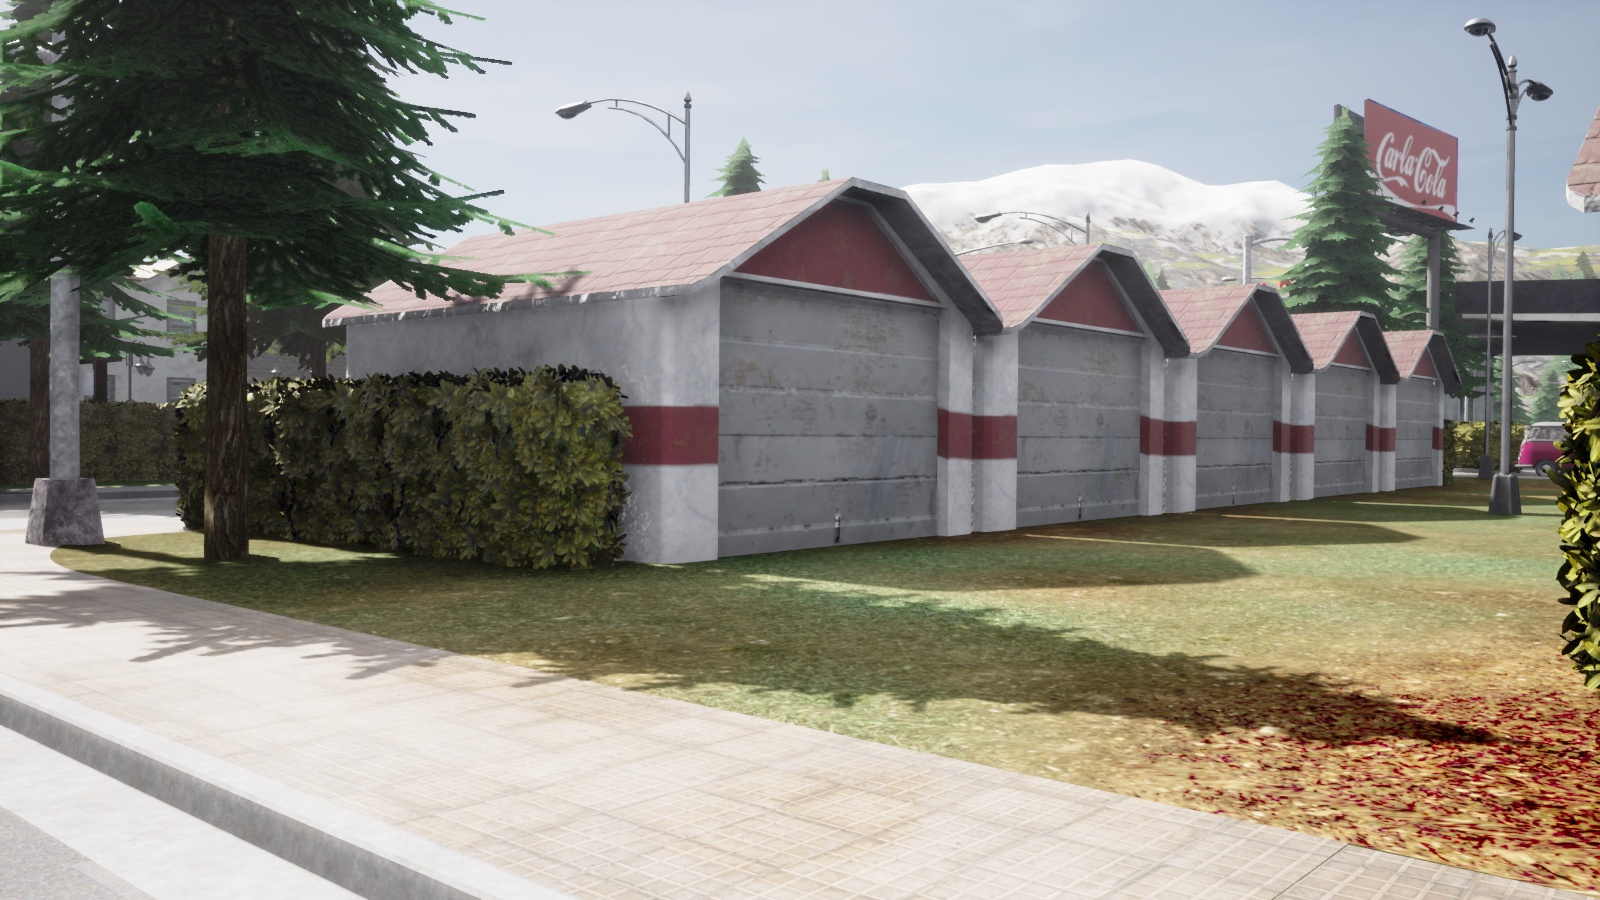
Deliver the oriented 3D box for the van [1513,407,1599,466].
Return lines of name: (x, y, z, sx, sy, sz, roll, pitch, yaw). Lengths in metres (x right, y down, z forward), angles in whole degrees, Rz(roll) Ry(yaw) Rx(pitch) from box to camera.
van: (27.249, -0.453, 43.202, 4.442, 1.987, 1.775, 1, 1, 40)
